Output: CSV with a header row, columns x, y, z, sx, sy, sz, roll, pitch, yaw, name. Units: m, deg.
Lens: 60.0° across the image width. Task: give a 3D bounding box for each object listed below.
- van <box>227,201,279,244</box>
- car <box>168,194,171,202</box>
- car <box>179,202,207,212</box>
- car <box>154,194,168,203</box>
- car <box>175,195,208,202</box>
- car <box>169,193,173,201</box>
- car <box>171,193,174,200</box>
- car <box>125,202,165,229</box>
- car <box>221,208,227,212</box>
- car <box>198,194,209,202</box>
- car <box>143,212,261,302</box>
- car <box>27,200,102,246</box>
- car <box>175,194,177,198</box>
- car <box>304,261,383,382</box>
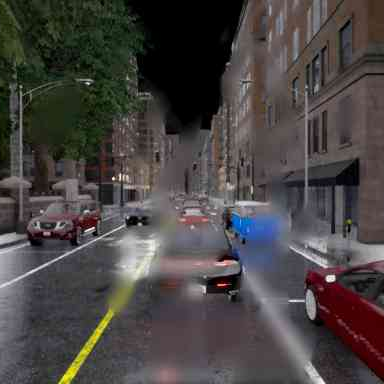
x,y,z,sx,sy,sz,roll,pitch,yaw,name
2.851,1.336,15.557,1.690,1.788,3.998,0,0,0,van
-5.688,1.502,64.653,2.008,1.369,4.403,0,0,0,car
0.098,1.519,18.507,1.812,1.442,4.674,0,0,0,car
-5.687,1.480,59.033,1.752,1.417,4.829,0,0,0,car
0.040,1.338,27.465,2.097,1.767,4.553,0,0,2,car
-5.690,1.494,70.105,1.887,1.381,4.507,0,0,0,car
-5.692,1.492,75.555,1.887,1.381,4.507,0,0,0,car
-3.048,1.592,21.770,1.895,1.301,4.718,0,0,1,car
2.850,1.558,21.217,1.947,1.339,4.313,0,0,0,car
2.833,1.387,75.594,1.967,1.590,4.097,0,0,0,car
0.098,1.490,8.245,2.128,1.511,4.902,0,0,0,car
-5.674,1.310,15.514,2.192,1.841,5.009,0,0,0,car
-5.695,1.497,86.457,2.008,1.369,4.403,0,0,0,car
2.854,1.544,4.236,1.887,1.381,4.507,0,0,0,car
